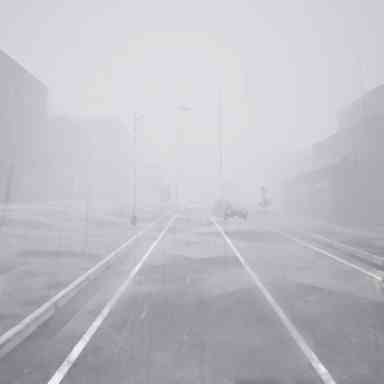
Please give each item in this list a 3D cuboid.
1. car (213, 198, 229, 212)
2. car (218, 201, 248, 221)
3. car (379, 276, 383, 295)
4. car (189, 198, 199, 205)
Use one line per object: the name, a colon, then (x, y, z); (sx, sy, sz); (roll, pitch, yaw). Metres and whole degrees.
car: (3.654, 1.530, 40.705); (2.097, 1.767, 4.553); (0, 0, 1)
car: (3.562, 1.711, 28.660); (1.895, 1.301, 4.718); (0, 0, 1)
car: (4.255, 1.475, 3.766); (1.801, 1.575, 5.366); (0, 0, 1)
car: (0.363, 1.897, 67.928); (1.994, 1.385, 4.181); (0, 0, 0)
